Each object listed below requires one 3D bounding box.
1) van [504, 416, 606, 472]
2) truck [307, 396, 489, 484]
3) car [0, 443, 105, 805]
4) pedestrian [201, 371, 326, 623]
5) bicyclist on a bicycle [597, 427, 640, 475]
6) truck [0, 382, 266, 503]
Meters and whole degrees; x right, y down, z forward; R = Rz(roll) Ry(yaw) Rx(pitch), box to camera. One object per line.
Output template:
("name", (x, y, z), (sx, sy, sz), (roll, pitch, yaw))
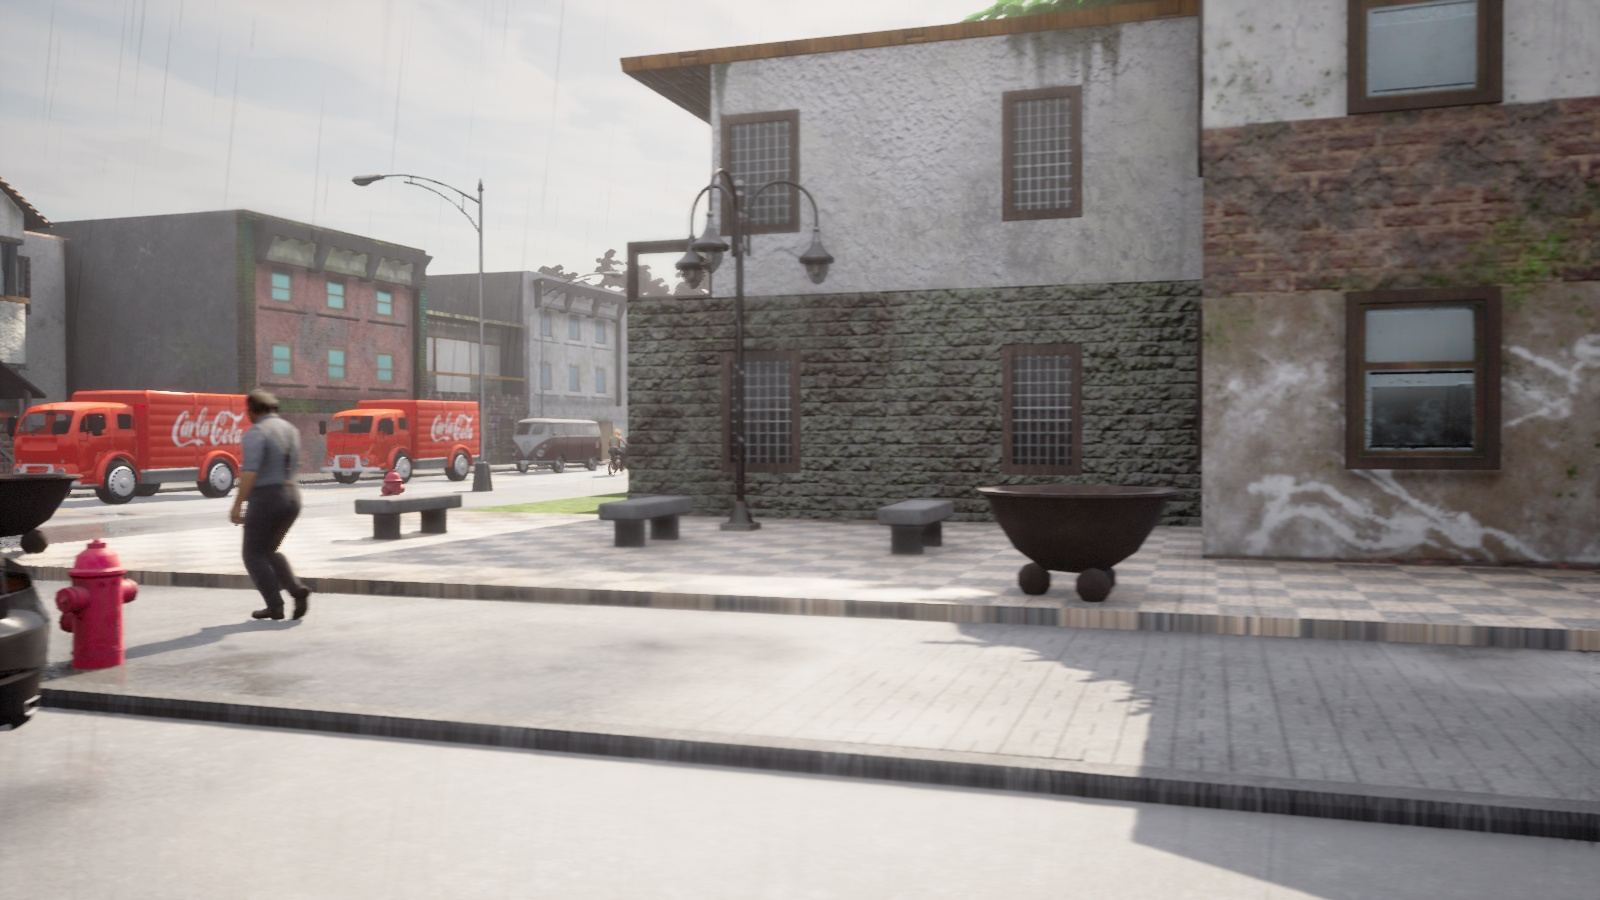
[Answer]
("van", (-9.060, -0.237, 46.739), (1.775, 1.987, 4.442), (1, 1, 18))
("truck", (-11.958, -0.354, 37.829), (2.627, 2.467, 5.204), (1, 2, 18))
("car", (-5.759, 0.709, 5.572), (4.892, 1.490, 1.837), (1, 1, 18))
("pedestrian", (-4.083, 0.340, 9.571), (0.694, 1.848, 0.540), (1, 1, 21))
("bicyclist on a bicycle", (-6.164, 0.026, 42.726), (0.866, 1.612, 1.509), (1, 1, 18))
("truck", (-15.027, -0.209, 28.466), (2.627, 2.467, 5.204), (1, 1, 17))
